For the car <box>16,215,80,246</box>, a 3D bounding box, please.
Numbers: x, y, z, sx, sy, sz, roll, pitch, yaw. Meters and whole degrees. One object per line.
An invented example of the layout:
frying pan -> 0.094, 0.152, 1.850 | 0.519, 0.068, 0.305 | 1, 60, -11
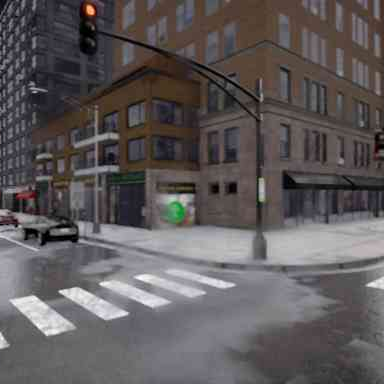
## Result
car -> -7.129, 1.823, 16.716 | 1.947, 1.339, 4.313 | 0, -1, -41

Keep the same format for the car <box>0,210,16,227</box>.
car -> -14.296, 1.994, 25.089 | 1.802, 1.307, 4.206 | 0, -1, -41
